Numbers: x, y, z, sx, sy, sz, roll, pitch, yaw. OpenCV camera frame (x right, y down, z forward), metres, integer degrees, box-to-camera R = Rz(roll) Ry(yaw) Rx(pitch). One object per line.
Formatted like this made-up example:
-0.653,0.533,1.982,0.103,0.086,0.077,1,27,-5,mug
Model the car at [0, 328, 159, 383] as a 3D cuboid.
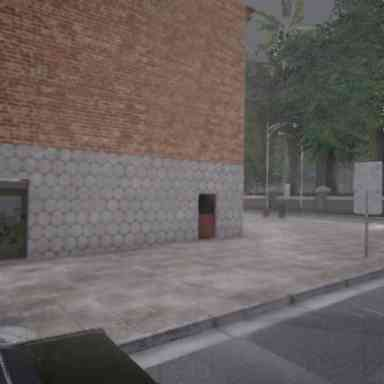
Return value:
-2.312,1.605,1.412,4.718,1.301,1.895,0,0,-35,car
